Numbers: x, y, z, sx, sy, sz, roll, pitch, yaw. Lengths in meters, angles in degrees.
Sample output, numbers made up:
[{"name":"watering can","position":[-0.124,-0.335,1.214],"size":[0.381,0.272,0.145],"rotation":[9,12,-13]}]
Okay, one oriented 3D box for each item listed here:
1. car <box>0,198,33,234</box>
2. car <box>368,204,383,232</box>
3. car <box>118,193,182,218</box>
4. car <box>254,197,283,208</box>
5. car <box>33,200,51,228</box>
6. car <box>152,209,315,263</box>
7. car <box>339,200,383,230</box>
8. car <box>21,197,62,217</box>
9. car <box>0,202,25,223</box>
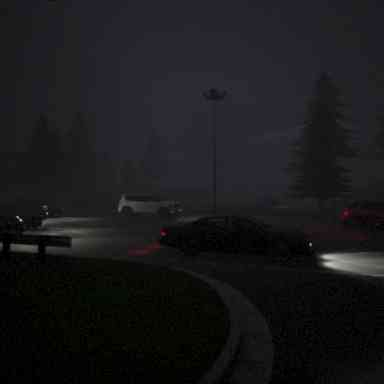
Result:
[{"name":"car","position":[-10.287,1.290,15.772],"size":[4.553,1.767,2.097],"rotation":[0,0,19]},{"name":"car","position":[11.314,1.495,15.858],"size":[4.674,1.442,1.812],"rotation":[0,0,19]},{"name":"car","position":[-3.599,1.134,28.289],"size":[5.566,2.045,2.150],"rotation":[0,0,19]},{"name":"car","position":[10.616,1.429,45.969],"size":[2.033,1.411,5.357],"rotation":[0,0,42]},{"name":"car","position":[-11.265,1.403,19.798],"size":[5.008,1.535,1.882],"rotation":[0,0,19]},{"name":"car","position":[1.512,1.515,11.785],"size":[5.357,1.411,2.033],"rotation":[0,0,19]},{"name":"car","position":[11.213,1.310,19.589],"size":[4.553,1.767,2.097],"rotation":[0,0,19]},{"name":"car","position":[-13.196,1.251,27.841],"size":[4.553,1.767,2.097],"rotation":[0,0,19]},{"name":"car","position":[-14.865,1.470,24.711],"size":[4.181,1.385,1.994],"rotation":[0,0,19]}]
